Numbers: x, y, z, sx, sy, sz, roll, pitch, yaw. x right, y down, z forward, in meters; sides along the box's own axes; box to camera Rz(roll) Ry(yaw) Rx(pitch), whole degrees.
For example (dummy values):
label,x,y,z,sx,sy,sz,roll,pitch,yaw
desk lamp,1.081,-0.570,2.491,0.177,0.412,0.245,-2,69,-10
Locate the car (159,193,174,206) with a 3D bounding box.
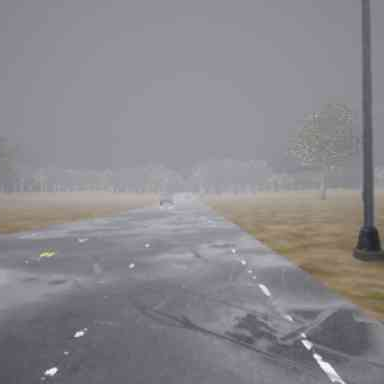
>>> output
label,x,y,z,sx,sy,sz,roll,pitch,yaw
car,-4.251,1.153,55.840,2.150,2.045,5.566,-1,0,-1
